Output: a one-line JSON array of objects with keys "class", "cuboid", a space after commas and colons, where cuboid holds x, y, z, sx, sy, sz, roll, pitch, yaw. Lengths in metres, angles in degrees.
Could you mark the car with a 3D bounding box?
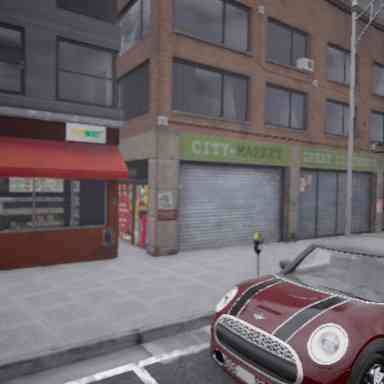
[{"class": "car", "cuboid": [2.222, 1.406, 4.567, 4.097, 1.590, 1.967, 1, 0, -34]}]
